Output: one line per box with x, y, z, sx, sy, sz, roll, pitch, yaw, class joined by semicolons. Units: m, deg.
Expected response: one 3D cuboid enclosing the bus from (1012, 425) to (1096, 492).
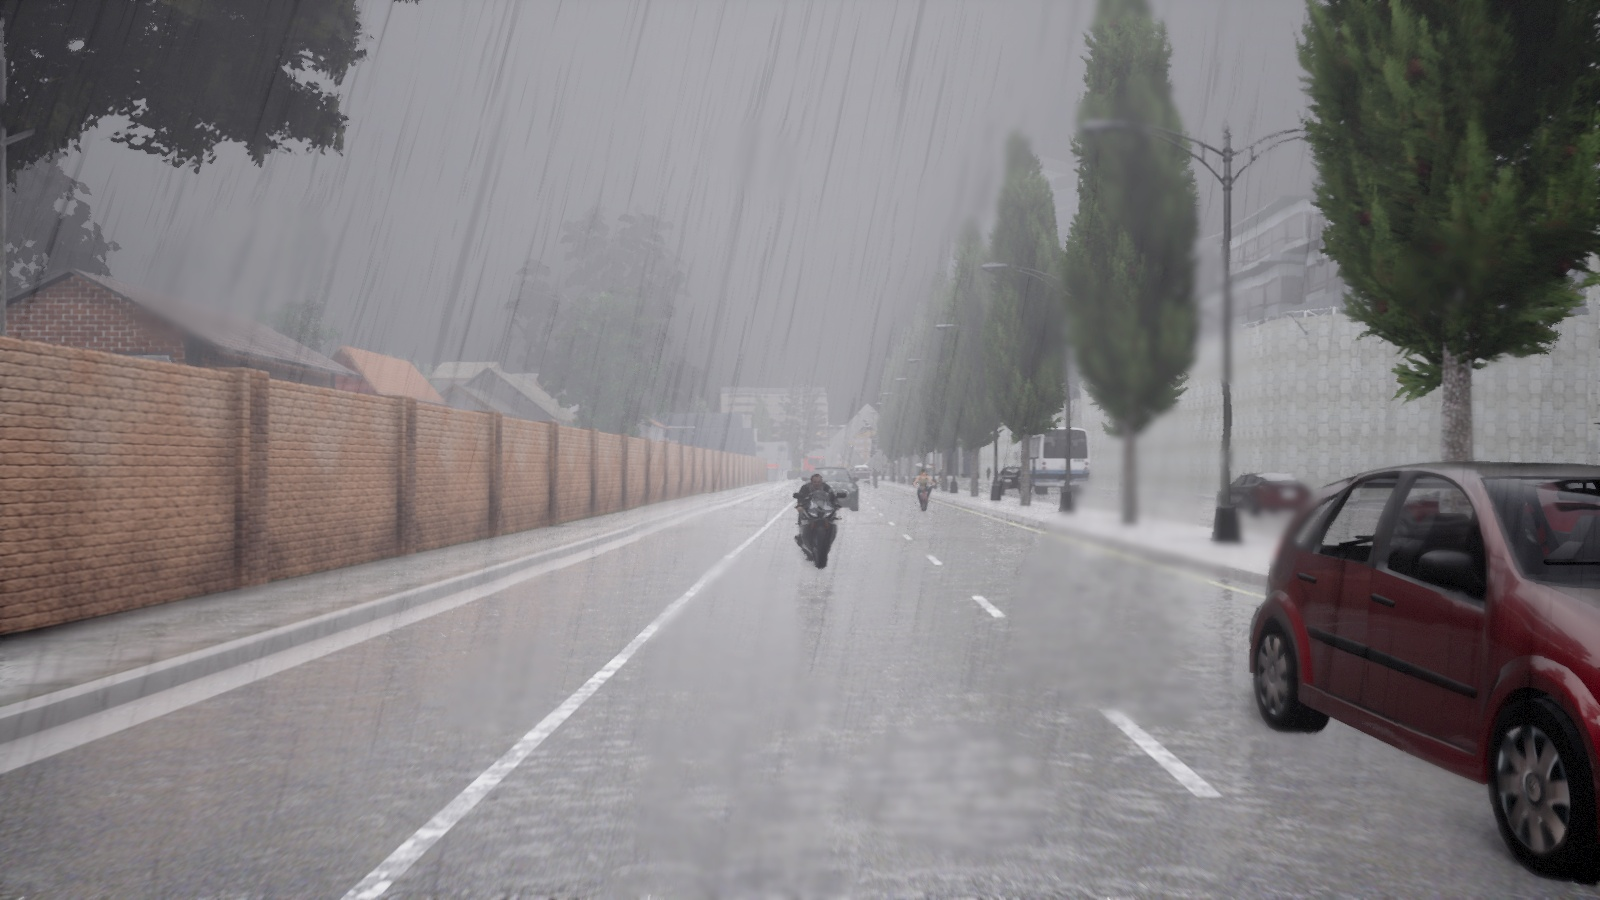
16.915;0.661;84.504;3.944;4.253;10.273;0;-1;2;bus

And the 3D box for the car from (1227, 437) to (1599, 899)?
3.686;0.789;6.132;1.851;1.617;3.988;0;-1;0;car

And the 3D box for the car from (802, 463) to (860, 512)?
1.150;1.402;47.914;2.097;1.767;4.553;0;-1;1;car

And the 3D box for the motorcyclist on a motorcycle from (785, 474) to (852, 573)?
0.276;1.163;20.646;0.866;1.530;2.191;-1;-1;-5;motorcyclist on a motorcycle

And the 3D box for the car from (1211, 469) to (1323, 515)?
16.060;1.398;43.489;2.163;1.488;4.792;0;-1;1;car

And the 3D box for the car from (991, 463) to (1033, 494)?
13.377;1.793;79.482;1.932;1.855;4.605;0;-1;1;car
